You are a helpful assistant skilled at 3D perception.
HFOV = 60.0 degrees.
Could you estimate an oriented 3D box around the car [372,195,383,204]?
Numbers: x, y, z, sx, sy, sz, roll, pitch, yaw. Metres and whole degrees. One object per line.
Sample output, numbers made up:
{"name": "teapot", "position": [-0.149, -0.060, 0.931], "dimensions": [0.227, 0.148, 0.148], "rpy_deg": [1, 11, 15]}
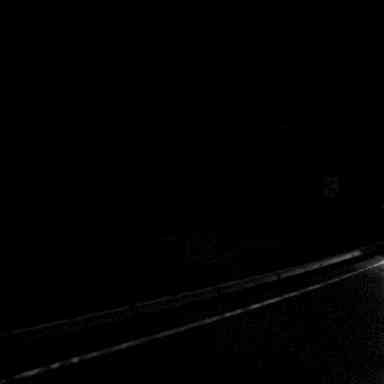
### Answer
{"name": "car", "position": [28.004, 1.092, 48.331], "dimensions": [1.895, 1.301, 4.718], "rpy_deg": [-5, -2, 7]}
